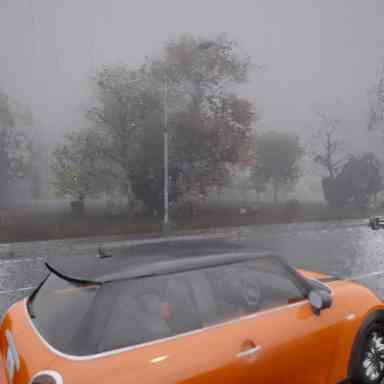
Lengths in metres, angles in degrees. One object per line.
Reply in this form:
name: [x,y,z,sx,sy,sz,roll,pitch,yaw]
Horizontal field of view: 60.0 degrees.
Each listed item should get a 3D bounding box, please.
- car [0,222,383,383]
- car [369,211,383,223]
car: [0.336,1.342,3.797,4.553,1.767,2.097,0,0,-35]
car: [12.228,1.544,19.245,4.181,1.385,1.994,0,0,-28]
